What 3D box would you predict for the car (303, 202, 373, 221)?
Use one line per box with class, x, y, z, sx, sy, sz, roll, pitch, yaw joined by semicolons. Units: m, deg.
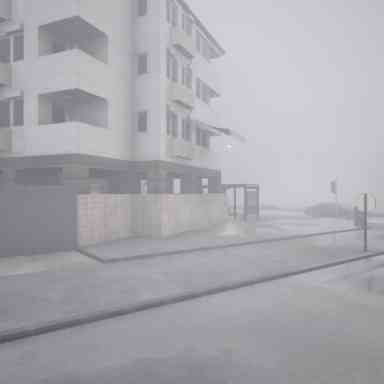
car;11.950;1.547;27.633;2.033;1.411;5.357;0;0;-36
